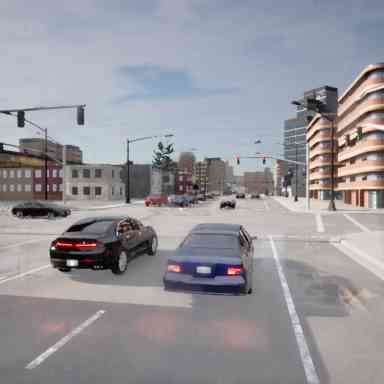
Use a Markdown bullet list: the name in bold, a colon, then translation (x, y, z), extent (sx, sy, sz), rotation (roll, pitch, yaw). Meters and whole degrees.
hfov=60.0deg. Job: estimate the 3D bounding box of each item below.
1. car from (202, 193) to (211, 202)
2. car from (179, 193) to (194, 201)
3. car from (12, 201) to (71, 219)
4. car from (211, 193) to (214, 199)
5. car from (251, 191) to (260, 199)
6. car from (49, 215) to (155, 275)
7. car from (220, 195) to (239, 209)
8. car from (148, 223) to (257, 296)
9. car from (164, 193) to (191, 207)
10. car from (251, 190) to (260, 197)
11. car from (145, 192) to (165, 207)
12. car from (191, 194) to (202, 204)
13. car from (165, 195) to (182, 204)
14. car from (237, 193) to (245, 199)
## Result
- **car**: translation (1.770, 1.119, 65.949), extent (2.033, 1.411, 5.357), rotation (0, 1, 12)
- **car**: translation (-1.127, 1.073, 69.196), extent (2.033, 1.411, 5.357), rotation (0, 1, 11)
- **car**: translation (-12.802, 1.507, 28.370), extent (4.892, 1.490, 1.837), rotation (-1, 0, 10)
- **car**: translation (3.813, 0.862, 76.189), extent (1.882, 1.535, 5.008), rotation (0, 1, 11)
- **car**: translation (14.347, 0.881, 75.342), extent (2.128, 1.511, 4.902), rotation (0, 1, 11)
- **car**: translation (-2.509, 1.505, 10.604), extent (1.837, 1.490, 4.892), rotation (0, 0, 11)
- **car**: translation (4.818, 1.492, 44.066), extent (1.895, 1.301, 4.718), rotation (0, 1, 10)
- **car**: translation (0.708, 1.547, 8.860), extent (2.033, 1.411, 5.357), rotation (0, 0, 11)
- **car**: translation (-1.944, 1.223, 47.389), extent (2.097, 1.767, 4.553), rotation (0, 1, 11)
- **car**: translation (16.351, 0.464, 85.546), extent (2.097, 1.767, 4.553), rotation (0, 1, 11)
- **car**: translation (-5.152, 1.080, 49.265), extent (2.150, 2.045, 5.566), rotation (0, 1, 11)
- **car**: translation (-0.184, 1.235, 56.299), extent (2.128, 1.511, 4.902), rotation (0, 1, 11)
- **car**: translation (-3.249, 1.238, 58.822), extent (1.812, 1.442, 4.674), rotation (0, 1, 12)
- **car**: translation (11.581, 0.858, 79.422), extent (1.994, 1.385, 4.181), rotation (0, 1, 11)
